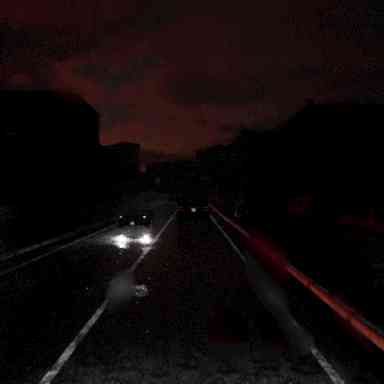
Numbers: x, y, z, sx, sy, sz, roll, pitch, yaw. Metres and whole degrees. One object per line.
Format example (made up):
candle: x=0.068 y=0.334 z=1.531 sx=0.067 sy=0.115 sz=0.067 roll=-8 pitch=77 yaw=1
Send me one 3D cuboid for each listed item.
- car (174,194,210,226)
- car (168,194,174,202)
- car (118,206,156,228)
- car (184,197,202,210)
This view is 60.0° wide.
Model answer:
car: x=0.092 y=1.222 z=23.272 sx=2.150 sy=2.045 sz=5.566 roll=0 pitch=0 yaw=0
car: x=-3.587 y=1.100 z=63.567 sx=1.882 sy=1.535 sz=5.008 roll=0 pitch=1 yaw=0
car: x=-3.608 y=1.602 z=22.375 sx=1.895 sy=1.301 sz=4.718 roll=0 pitch=0 yaw=0
car: x=0.064 y=1.421 z=42.072 sx=2.128 sy=1.511 sz=4.902 roll=0 pitch=0 yaw=0
